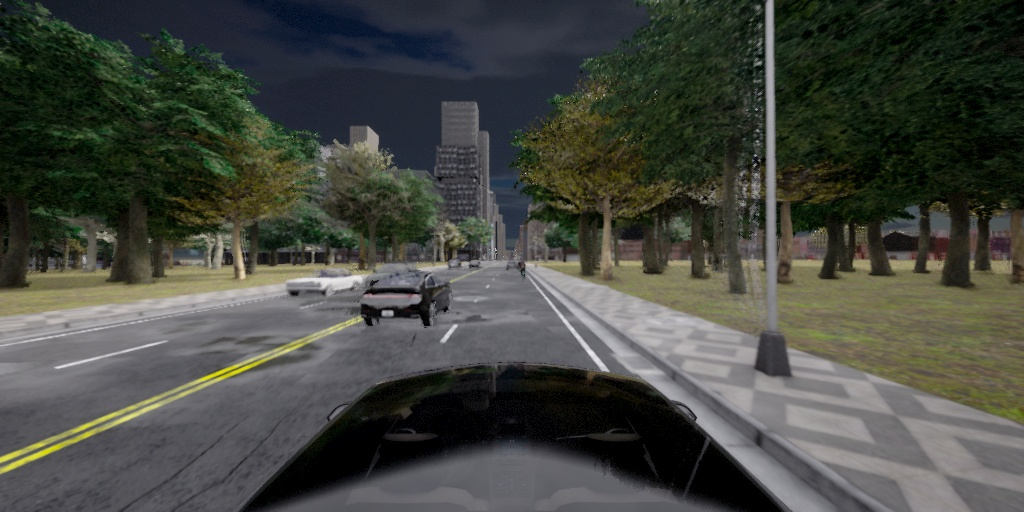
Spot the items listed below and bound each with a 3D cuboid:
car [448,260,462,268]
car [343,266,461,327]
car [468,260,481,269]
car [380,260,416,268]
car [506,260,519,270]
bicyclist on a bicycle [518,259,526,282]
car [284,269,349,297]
[{"bbox_3d":[-9.747,1.400,61.245,2.128,1.511,4.902,0,0,1],"label":"car"},{"bbox_3d":[-3.144,1.248,11.503,2.128,1.511,4.902,0,0,0],"label":"car"},{"bbox_3d":[-6.489,1.424,62.698,1.837,1.490,4.892,0,0,1],"label":"car"},{"bbox_3d":[-6.586,1.124,20.349,2.097,1.767,4.553,0,0,0],"label":"car"},{"bbox_3d":[0.095,1.373,55.282,2.128,1.511,4.902,0,0,0],"label":"car"},{"bbox_3d":[0.910,1.246,29.006,0.582,1.620,1.656,0,0,0],"label":"bicyclist on a bicycle"},{"bbox_3d":[-9.839,1.371,19.094,1.895,1.301,4.718,0,0,0],"label":"car"}]
